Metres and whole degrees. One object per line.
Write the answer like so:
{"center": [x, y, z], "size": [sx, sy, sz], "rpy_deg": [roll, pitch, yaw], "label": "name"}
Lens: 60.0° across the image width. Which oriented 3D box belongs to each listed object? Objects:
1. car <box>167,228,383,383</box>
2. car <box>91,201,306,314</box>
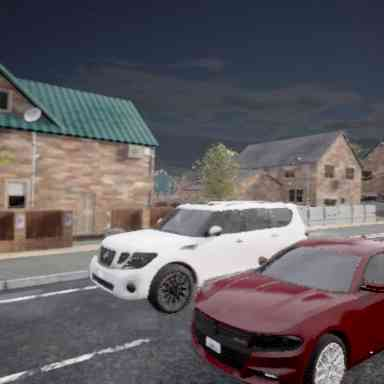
{"center": [2.287, 1.510, 5.284], "size": [5.008, 1.535, 1.882], "rpy_deg": [1, 0, -35], "label": "car"}
{"center": [0.504, 1.251, 8.007], "size": [5.566, 2.045, 2.150], "rpy_deg": [1, 0, -35], "label": "car"}
